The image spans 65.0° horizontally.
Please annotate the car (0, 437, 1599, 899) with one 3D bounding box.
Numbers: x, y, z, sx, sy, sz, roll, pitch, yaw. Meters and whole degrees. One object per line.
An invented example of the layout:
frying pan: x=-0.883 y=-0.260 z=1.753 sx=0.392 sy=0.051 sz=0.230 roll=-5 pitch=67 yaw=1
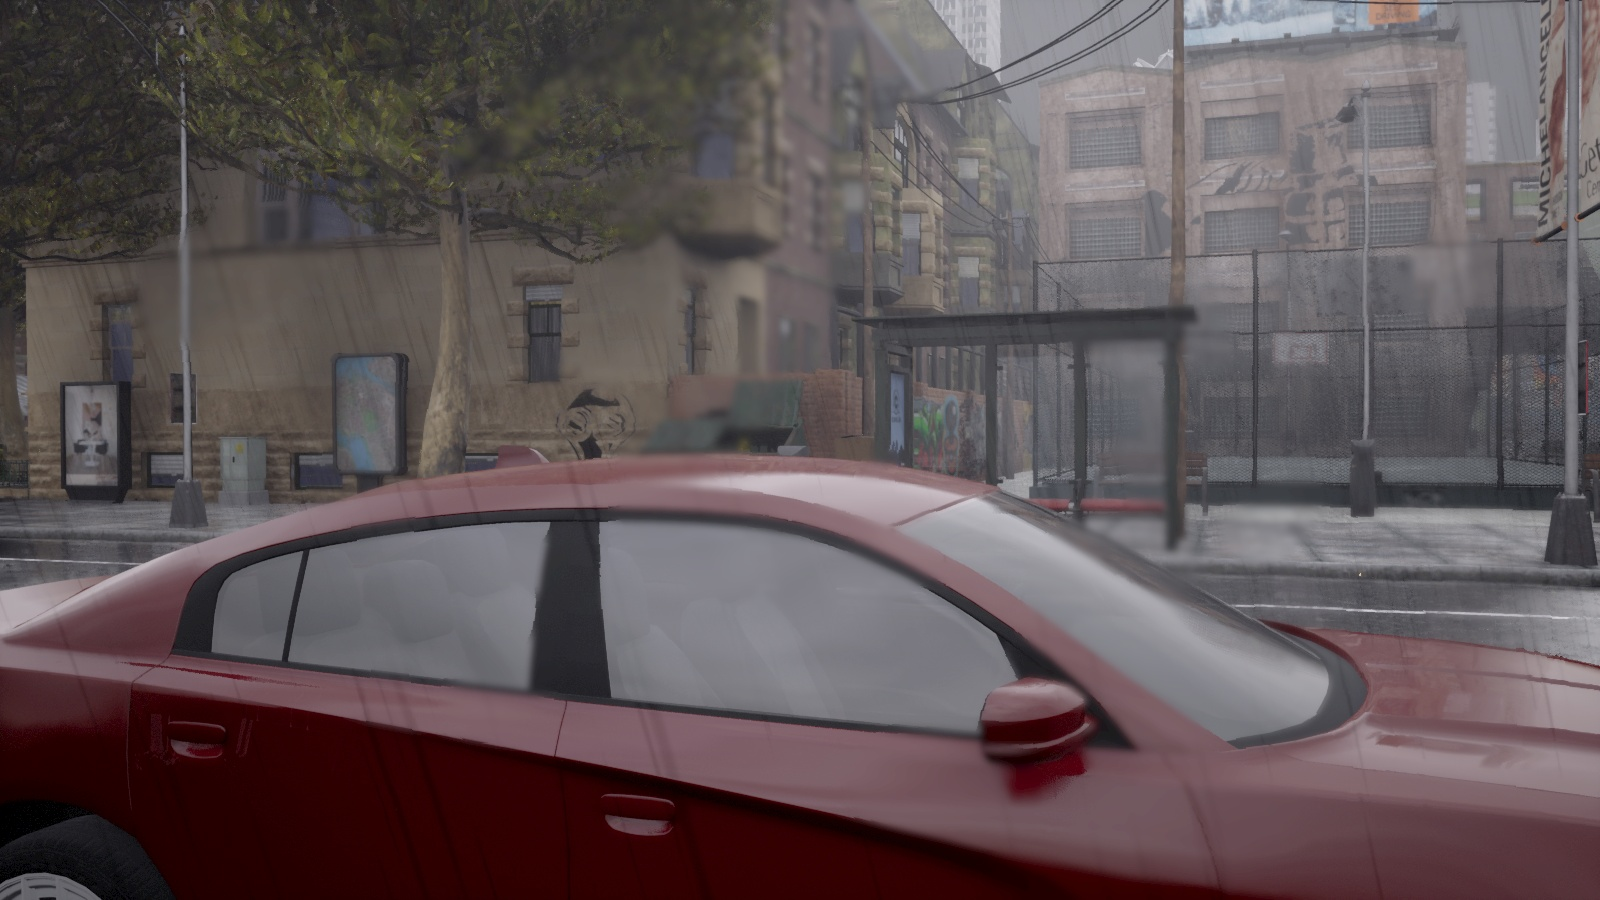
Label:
car: x=0.026 y=0.754 z=3.152 sx=5.008 sy=1.535 sz=1.882 roll=1 pitch=1 yaw=18
